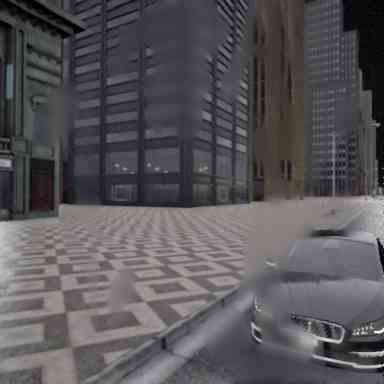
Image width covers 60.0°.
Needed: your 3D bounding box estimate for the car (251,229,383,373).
[{"bbox_3d":[2.594,1.509,6.001,1.837,1.490,4.892,0,0,30],"label":"car"}]
